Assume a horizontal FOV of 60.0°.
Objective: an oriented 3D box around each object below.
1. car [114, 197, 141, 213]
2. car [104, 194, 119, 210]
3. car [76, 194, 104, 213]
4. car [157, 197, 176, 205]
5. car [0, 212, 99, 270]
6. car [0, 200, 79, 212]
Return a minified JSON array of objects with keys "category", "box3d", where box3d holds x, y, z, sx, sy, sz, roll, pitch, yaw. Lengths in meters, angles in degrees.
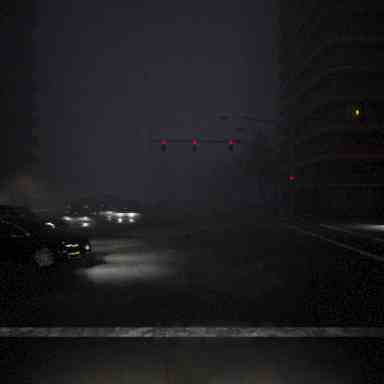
[{"category":"car","box3d":[-7.032,1.564,37.480,1.994,1.385,4.181,0,0,1]},{"category":"car","box3d":[-10.542,1.221,42.118,2.150,2.045,5.566,0,0,0]},{"category":"car","box3d":[-10.563,1.352,32.528,2.097,1.767,4.553,0,0,0]},{"category":"car","box3d":[-4.583,1.587,58.871,1.895,1.301,4.718,0,0,-27]},{"category":"car","box3d":[-5.720,1.505,10.443,4.892,1.490,1.837,0,0,0]},{"category":"car","box3d":[-7.499,1.352,13.934,4.553,1.767,2.097,0,0,0]}]
